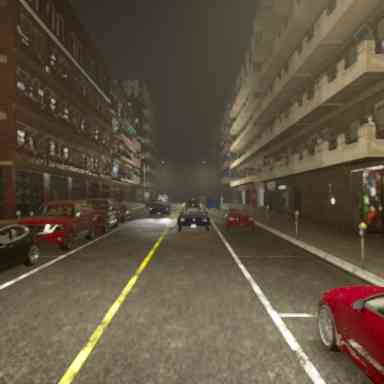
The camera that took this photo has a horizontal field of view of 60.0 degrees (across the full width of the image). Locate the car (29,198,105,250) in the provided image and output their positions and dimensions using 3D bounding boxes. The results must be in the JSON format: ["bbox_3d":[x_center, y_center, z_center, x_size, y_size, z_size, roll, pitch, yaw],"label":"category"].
[{"bbox_3d":[-5.676,1.323,14.510,2.192,1.841,5.009,1,0,0],"label":"car"}]

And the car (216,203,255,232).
[{"bbox_3d":[2.700,1.593,20.042,1.802,1.307,4.206,1,0,0],"label":"car"}]

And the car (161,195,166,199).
[{"bbox_3d":[-5.679,1.596,53.508,1.947,1.339,4.313,1,0,0],"label":"car"}]

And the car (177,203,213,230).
[{"bbox_3d":[0.102,1.612,20.971,1.895,1.301,4.718,0,0,0],"label":"car"}]

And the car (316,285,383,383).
[{"bbox_3d":[2.700,1.584,3.328,1.802,1.307,4.206,1,0,0],"label":"car"}]

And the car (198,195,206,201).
[{"bbox_3d":[2.668,1.601,86.895,2.008,1.369,4.403,1,0,0],"label":"car"}]

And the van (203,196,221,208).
[{"bbox_3d":[2.707,1.365,42.326,1.690,1.788,3.998,1,0,0],"label":"van"}]

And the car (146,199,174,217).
[{"bbox_3d":[-3.000,1.620,32.203,1.895,1.301,4.718,0,0,0],"label":"car"}]

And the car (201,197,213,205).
[{"bbox_3d":[2.680,1.578,59.040,1.887,1.381,4.507,1,0,0],"label":"car"}]

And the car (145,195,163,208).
[{"bbox_3d":[-5.679,1.552,47.767,1.752,1.417,4.829,1,0,0],"label":"car"}]

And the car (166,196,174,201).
[{"bbox_3d":[-5.680,1.632,86.934,1.802,1.307,4.206,1,0,0],"label":"car"}]

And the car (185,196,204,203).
[{"bbox_3d":[0.102,1.570,40.913,2.033,1.411,5.357,0,0,0],"label":"car"}]

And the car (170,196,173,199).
[{"bbox_3d":[-5.679,1.591,70.220,2.008,1.369,4.403,1,0,0],"label":"car"}]

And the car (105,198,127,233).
[{"bbox_3d":[-5.676,1.326,20.082,2.192,1.841,5.009,1,0,0],"label":"car"}]

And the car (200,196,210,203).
[{"bbox_3d":[2.668,1.606,70.182,1.947,1.339,4.313,1,0,0],"label":"car"}]

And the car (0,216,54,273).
[{"bbox_3d":[-5.679,1.571,8.939,1.947,1.339,4.313,1,0,0],"label":"car"}]

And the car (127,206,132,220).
[{"bbox_3d":[-5.679,1.596,25.653,1.802,1.307,4.206,1,0,0],"label":"car"}]

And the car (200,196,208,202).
[{"bbox_3d":[2.668,1.626,75.753,1.802,1.307,4.206,1,0,0],"label":"car"}]

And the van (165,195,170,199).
[{"bbox_3d":[-5.677,1.378,64.651,1.690,1.788,3.998,1,0,0],"label":"van"}]
